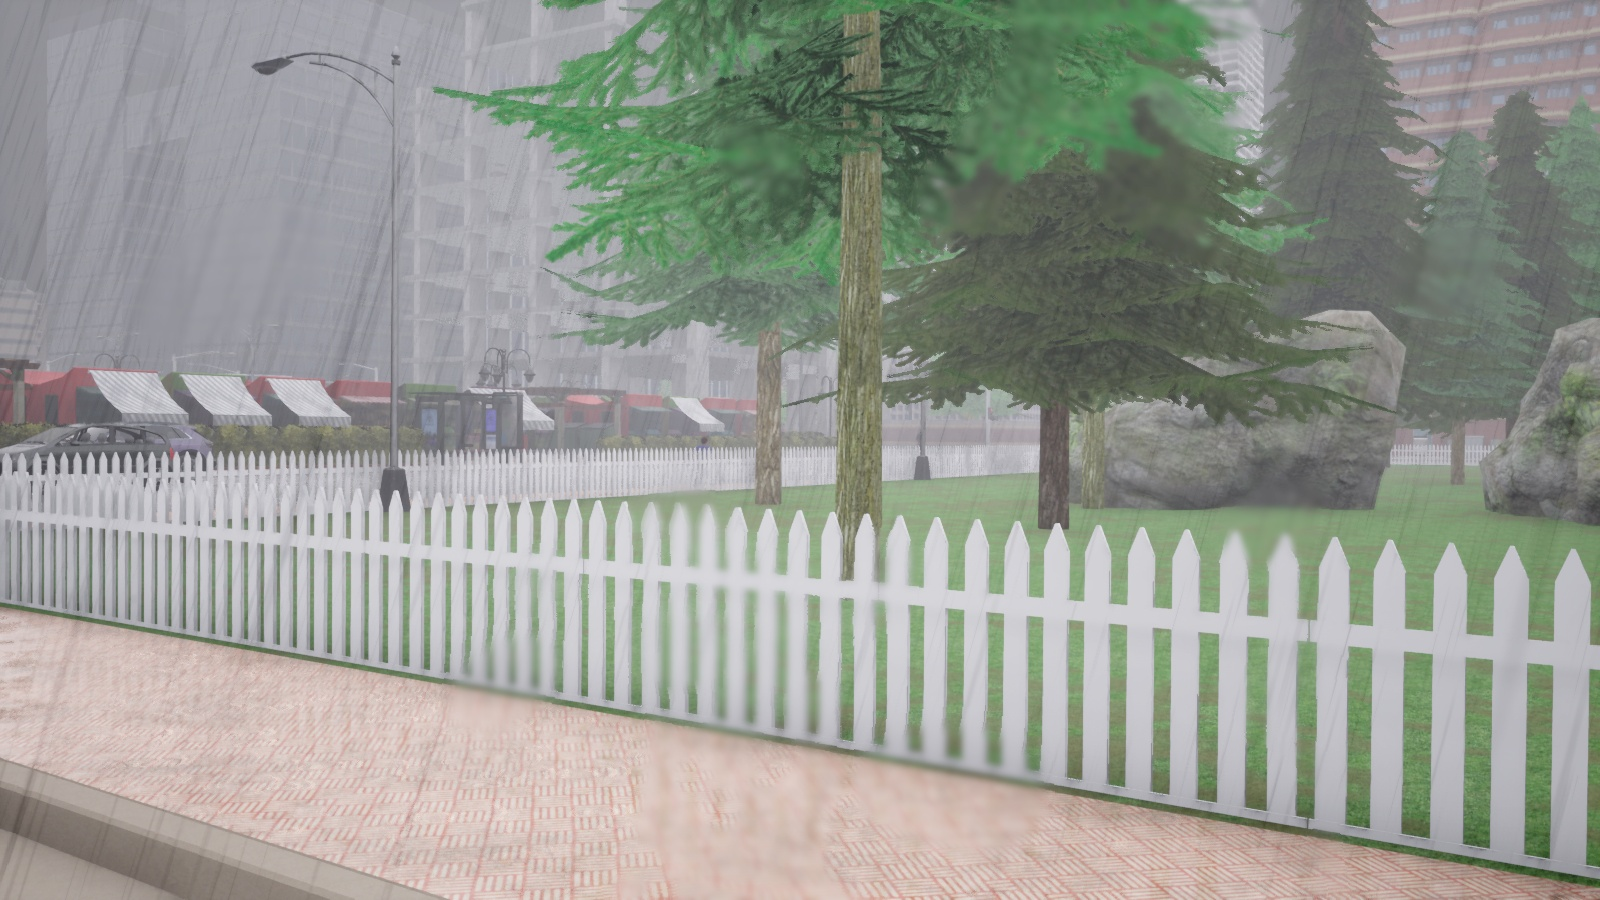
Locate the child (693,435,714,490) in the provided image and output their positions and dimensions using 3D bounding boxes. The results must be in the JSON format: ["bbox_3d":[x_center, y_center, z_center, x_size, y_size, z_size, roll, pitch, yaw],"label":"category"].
[{"bbox_3d":[-2.263,0.288,29.481,0.270,1.263,0.437,0,1,32],"label":"child"}]

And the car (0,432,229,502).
[{"bbox_3d":[-17.565,0.378,32.379,2.033,1.649,4.856,0,1,32],"label":"car"}]

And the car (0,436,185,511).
[{"bbox_3d":[-16.081,0.471,28.169,1.789,1.549,3.705,0,1,32],"label":"car"}]
